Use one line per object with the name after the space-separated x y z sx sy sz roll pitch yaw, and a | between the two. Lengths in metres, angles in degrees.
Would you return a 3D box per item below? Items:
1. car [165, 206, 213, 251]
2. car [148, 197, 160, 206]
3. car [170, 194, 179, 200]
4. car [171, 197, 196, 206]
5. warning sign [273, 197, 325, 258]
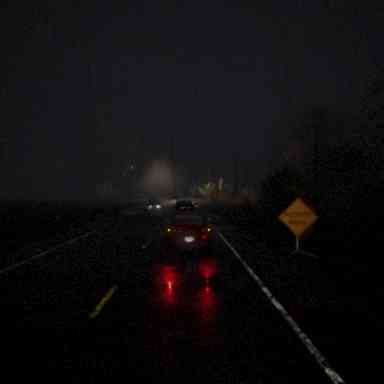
-0.148 1.512 13.988 1.812 1.442 4.674 0 -1 -1 | car
-5.904 1.433 52.348 2.033 1.411 5.357 0 0 -4 | car
-4.172 1.272 80.914 1.812 1.442 4.674 0 0 -7 | car
-0.711 1.464 29.256 1.837 1.490 4.892 0 1 -2 | car
3.445 1.102 10.846 1.300 1.860 1.060 1 1 -1 | warning sign
